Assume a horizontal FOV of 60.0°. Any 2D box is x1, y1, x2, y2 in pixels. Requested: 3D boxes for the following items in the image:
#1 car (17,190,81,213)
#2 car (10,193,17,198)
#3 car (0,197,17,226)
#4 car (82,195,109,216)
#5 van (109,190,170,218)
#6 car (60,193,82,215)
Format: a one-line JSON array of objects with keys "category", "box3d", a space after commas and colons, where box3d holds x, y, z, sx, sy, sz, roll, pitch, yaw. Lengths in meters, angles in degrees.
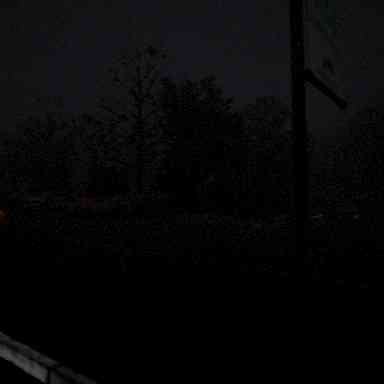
[{"category": "car", "box3d": [-12.737, 0.839, 31.123, 2.435, 2.045, 5.566, -1, 0, 35]}, {"category": "car", "box3d": [-15.022, 1.118, 32.726, 2.231, 1.521, 4.892, -1, 0, 35]}, {"category": "car", "box3d": [-11.176, 1.210, 14.917, 1.946, 1.575, 5.366, 0, 1, 35]}, {"category": "car", "box3d": [-5.731, 1.058, 26.522, 1.946, 1.575, 5.366, 0, 1, 35]}, {"category": "van", "box3d": [-3.609, 0.844, 24.677, 1.878, 1.987, 4.442, 0, 1, 35]}, {"category": "car", "box3d": [-7.916, 1.060, 28.040, 1.946, 1.575, 5.366, 0, 1, 35]}]
